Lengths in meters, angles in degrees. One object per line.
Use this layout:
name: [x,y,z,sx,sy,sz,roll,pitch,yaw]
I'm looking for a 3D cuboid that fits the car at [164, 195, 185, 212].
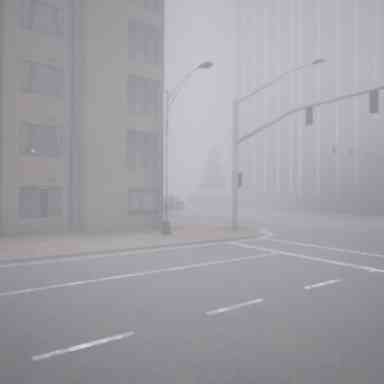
car: [-3.172,1.424,42.960,2.150,2.045,5.566,1,0,-35]
